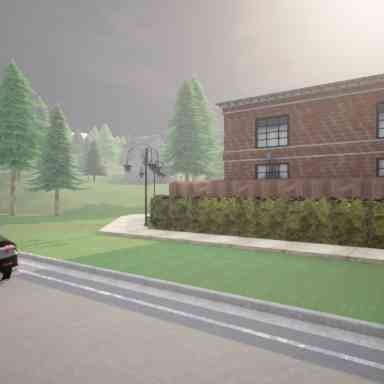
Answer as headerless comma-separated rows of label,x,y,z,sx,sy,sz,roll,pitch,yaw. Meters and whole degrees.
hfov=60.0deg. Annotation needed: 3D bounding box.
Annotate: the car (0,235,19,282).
car,-6.380,1.491,8.542,4.902,1.511,2.128,0,0,36
